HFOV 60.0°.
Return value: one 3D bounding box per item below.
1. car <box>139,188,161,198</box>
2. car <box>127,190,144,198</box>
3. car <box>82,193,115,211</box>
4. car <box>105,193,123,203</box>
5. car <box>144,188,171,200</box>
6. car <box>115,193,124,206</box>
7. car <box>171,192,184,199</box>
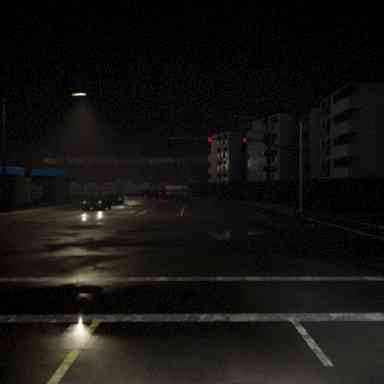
[{"bbox_3d":[-9.680,0.173,76.325,2.150,2.045,5.566,-1,1,-45],"label":"car"},{"bbox_3d":[-12.593,0.614,74.320,1.895,1.301,4.718,-1,1,-45],"label":"car"},{"bbox_3d":[-9.965,1.004,35.034,2.097,1.767,4.553,0,1,-1],"label":"car"},{"bbox_3d":[-12.948,0.932,55.252,2.033,1.411,5.357,0,1,-23],"label":"car"},{"bbox_3d":[-6.899,0.444,66.872,2.150,2.045,5.566,-1,1,-32],"label":"car"},{"bbox_3d":[-10.364,0.873,44.842,2.097,1.767,4.553,0,1,-8],"label":"car"},{"bbox_3d":[-3.646,0.748,68.254,2.033,1.411,5.357,-1,1,-32],"label":"car"}]
